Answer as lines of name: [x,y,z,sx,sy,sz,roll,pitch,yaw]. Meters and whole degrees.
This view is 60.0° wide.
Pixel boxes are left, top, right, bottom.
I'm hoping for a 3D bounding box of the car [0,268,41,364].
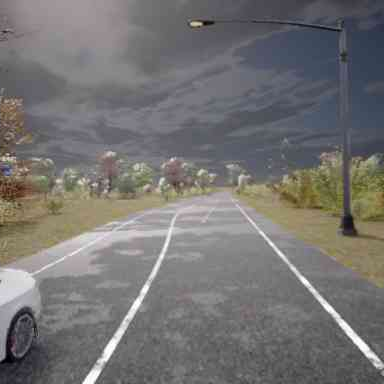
car: [-3.280,1.601,3.294,1.812,1.442,4.674,-1,0,4]
